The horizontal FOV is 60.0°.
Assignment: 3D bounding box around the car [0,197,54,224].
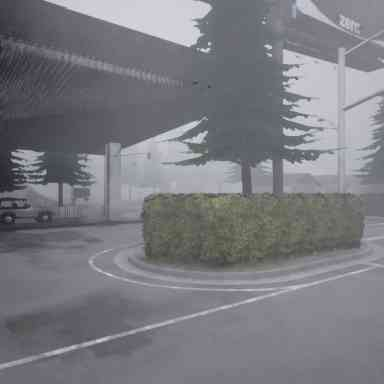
[{"bbox_3d":[-11.937,1.313,23.507,3.866,1.878,1.905,0,0,-36],"label":"car"}]
